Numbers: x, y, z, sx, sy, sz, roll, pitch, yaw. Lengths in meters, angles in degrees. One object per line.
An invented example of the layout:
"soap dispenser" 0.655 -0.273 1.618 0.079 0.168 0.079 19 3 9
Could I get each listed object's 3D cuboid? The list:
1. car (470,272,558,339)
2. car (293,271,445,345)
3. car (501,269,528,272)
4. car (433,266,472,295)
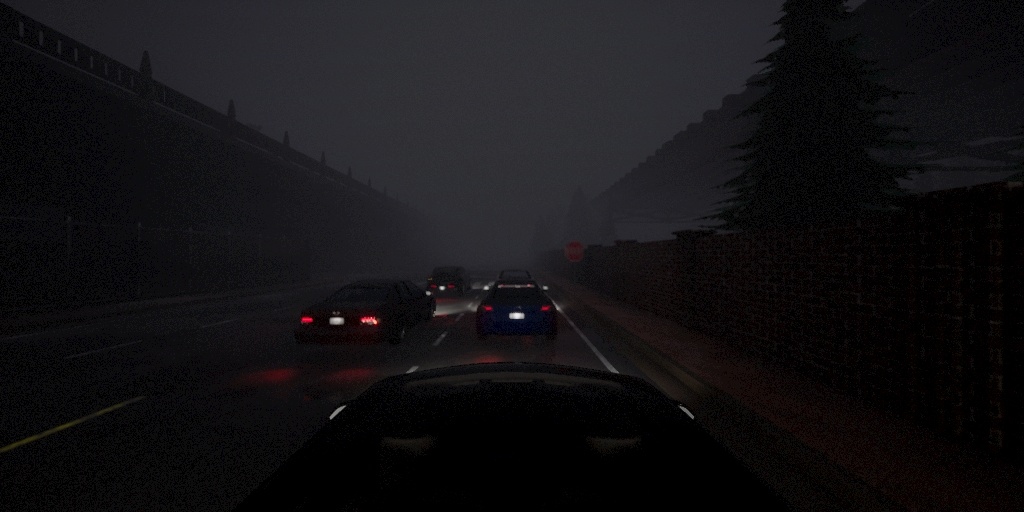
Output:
"car" 0.114 1.319 10.085 1.994 1.385 4.181 0 0 0
"car" -3.384 1.303 9.440 2.033 1.411 5.357 0 0 0
"car" 0.147 1.362 18.917 1.895 1.301 4.718 0 0 0
"car" -3.352 1.268 19.666 1.837 1.490 4.892 0 0 0
